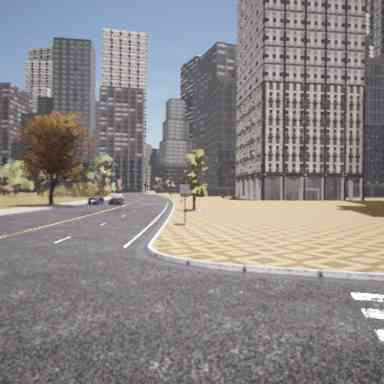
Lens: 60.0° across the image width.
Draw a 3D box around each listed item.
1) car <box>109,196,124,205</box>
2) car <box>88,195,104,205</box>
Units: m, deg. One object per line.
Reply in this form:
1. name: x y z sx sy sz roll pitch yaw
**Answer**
1. car: -12.159 1.368 53.725 1.994 1.385 4.181 1 0 -3
2. car: -15.402 1.267 53.523 2.128 1.511 4.902 1 0 -3
